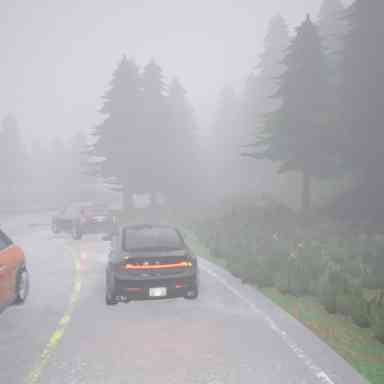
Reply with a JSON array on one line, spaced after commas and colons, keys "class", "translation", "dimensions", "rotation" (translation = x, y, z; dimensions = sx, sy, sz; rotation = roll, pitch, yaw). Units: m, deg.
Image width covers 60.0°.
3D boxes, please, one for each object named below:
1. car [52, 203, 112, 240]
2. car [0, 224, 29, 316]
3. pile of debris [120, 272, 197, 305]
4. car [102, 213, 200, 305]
[{"class": "car", "translation": [-5.709, 1.352, 17.415], "dimensions": [2.097, 1.767, 4.553], "rotation": [0, 0, -39]}, {"class": "car", "translation": [-4.060, 1.352, 4.899], "dimensions": [2.097, 1.767, 4.553], "rotation": [0, 0, -12]}, {"class": "pile of debris", "translation": [-0.853, 2.175, 7.706], "dimensions": [1.500, 0.140, 1.860], "rotation": [0, 0, -14]}, {"class": "car", "translation": [-1.110, 1.504, 8.195], "dimensions": [1.837, 1.490, 4.892], "rotation": [0, 0, -12]}]
